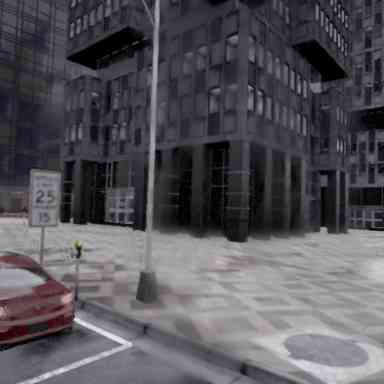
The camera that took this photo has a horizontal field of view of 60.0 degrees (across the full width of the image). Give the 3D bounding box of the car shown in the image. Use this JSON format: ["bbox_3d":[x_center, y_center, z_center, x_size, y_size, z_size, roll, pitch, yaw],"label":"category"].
[{"bbox_3d":[-3.698,1.735,5.963,4.206,1.307,1.802,0,-3,41],"label":"car"}]
